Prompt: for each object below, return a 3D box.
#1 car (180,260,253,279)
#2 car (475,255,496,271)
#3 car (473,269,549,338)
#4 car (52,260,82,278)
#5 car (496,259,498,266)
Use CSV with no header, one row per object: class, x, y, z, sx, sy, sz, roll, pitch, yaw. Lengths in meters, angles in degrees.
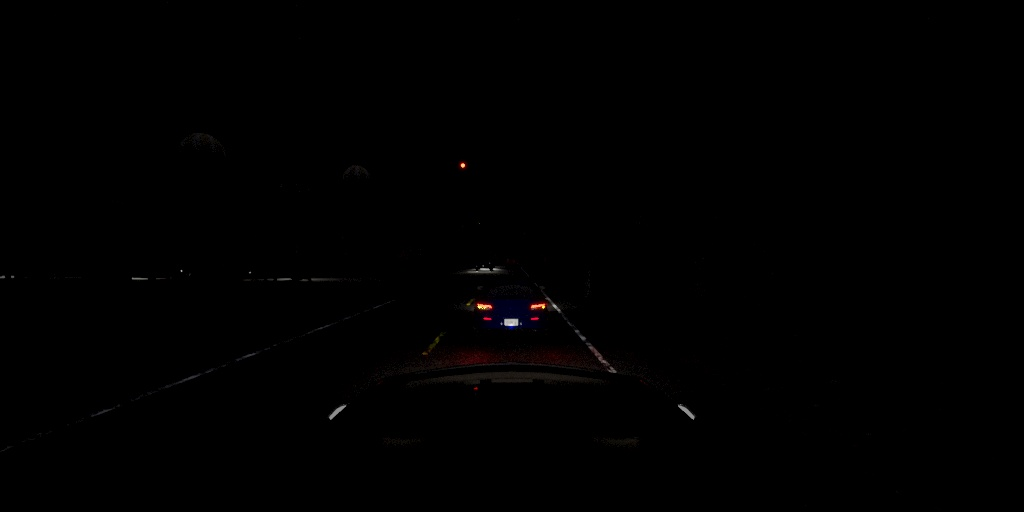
car,-23.216,1.038,28.342,4.902,1.511,2.128,1,0,-2
car,-3.770,0.934,49.782,2.150,2.045,5.566,0,0,0
car,-0.026,1.274,10.086,1.812,1.442,4.674,0,0,0
car,-33.175,1.017,28.257,4.181,1.385,1.994,1,0,-1
car,-3.788,1.299,59.556,1.895,1.301,4.718,0,0,0
